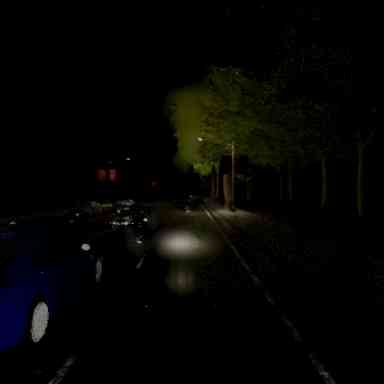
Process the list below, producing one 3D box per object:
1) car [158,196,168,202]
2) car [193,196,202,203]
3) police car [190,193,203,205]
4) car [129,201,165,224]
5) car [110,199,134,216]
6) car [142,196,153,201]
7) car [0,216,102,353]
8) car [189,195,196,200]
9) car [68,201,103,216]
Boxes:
[{"bbox_3d":[-6.401,1.525,74.483,2.033,1.411,5.357,0,0,0],"label":"car"},{"bbox_3d":[1.069,1.558,70.652,1.837,1.490,4.892,0,0,0],"label":"car"},{"bbox_3d":[1.056,1.451,60.762,1.930,1.638,5.238,0,0,0],"label":"police car"},{"bbox_3d":[-3.116,1.588,24.614,1.895,1.301,4.718,0,0,0],"label":"car"},{"bbox_3d":[-6.554,1.480,32.258,2.128,1.511,4.902,0,0,0],"label":"car"},{"bbox_3d":[-9.654,1.603,72.265,1.994,1.385,4.181,0,0,0],"label":"car"},{"bbox_3d":[-3.142,1.469,6.248,1.882,1.535,5.008,0,0,0],"label":"car"},{"bbox_3d":[0.126,1.547,93.974,1.994,1.385,4.181,0,0,0],"label":"car"},{"bbox_3d":[-9.807,1.535,31.120,2.033,1.411,5.357,0,0,0],"label":"car"}]
